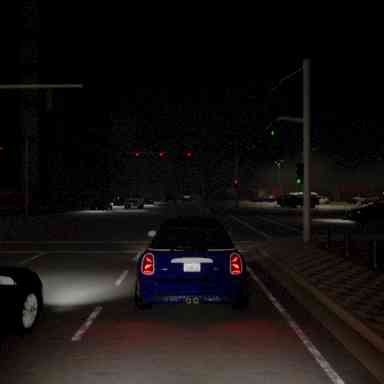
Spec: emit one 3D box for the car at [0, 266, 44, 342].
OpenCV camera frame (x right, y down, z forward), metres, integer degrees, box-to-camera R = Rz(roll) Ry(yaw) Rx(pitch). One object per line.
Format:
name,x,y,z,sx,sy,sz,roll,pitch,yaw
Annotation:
car,-3.489,1.505,3.839,1.837,1.490,4.892,0,0,0

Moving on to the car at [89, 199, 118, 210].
car,-11.364,1.544,42.129,2.033,1.411,5.357,0,0,0

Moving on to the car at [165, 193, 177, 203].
car,-4.604,1.210,72.108,2.150,2.045,5.566,0,0,-1

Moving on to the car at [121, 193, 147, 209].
car,-7.913,1.218,45.803,2.150,2.045,5.566,0,0,-3

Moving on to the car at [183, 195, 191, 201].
car,-1.219,1.380,82.537,1.812,1.442,4.674,0,0,-1

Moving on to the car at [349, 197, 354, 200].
car,35.890,1.414,69.798,3.905,1.438,1.784,0,0,0

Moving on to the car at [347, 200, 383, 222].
car,15.013,1.580,26.717,4.674,1.442,1.812,-1,0,-1

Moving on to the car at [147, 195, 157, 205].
car,-8.031,1.596,60.584,1.895,1.301,4.718,0,0,0

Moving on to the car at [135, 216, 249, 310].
car,-0.023,1.351,8.003,2.097,1.767,4.553,0,0,-1

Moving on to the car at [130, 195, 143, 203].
car,-11.575,1.470,69.406,1.882,1.535,5.008,0,0,-1

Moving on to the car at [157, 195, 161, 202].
car,-8.141,1.498,75.406,2.128,1.511,4.902,0,0,-1

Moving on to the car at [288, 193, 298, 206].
car,20.798,1.204,61.291,4.605,1.855,1.932,0,0,0

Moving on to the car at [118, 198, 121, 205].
car,-11.503,1.596,55.472,1.895,1.301,4.718,0,0,0

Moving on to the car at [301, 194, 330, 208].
car,20.870,1.447,55.713,3.806,1.475,1.970,0,0,0

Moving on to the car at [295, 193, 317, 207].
car,20.860,1.415,58.608,3.905,1.438,1.784,0,0,0

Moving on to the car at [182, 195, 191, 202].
car,-1.108,1.589,72.469,1.895,1.301,4.718,0,0,-1

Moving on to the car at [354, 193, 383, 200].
car,35.838,1.204,66.902,4.605,1.855,1.932,0,0,0

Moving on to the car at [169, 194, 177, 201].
car,-4.719,1.356,82.499,1.837,1.490,4.892,0,0,-1
